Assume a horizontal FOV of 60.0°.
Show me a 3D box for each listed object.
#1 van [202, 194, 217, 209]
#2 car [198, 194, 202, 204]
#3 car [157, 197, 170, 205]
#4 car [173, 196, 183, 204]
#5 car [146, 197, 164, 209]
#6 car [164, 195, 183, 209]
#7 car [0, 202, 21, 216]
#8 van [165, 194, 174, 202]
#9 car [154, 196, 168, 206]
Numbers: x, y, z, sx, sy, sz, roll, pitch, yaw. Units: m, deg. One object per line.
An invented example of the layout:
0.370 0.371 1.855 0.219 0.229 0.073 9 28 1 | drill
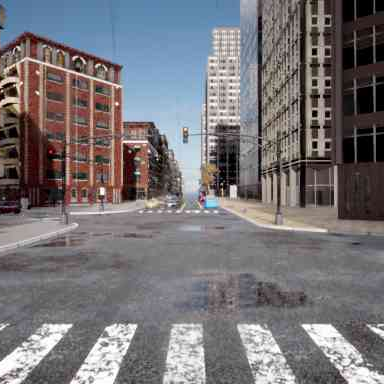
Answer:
2.575 1.386 45.784 1.690 1.788 3.998 0 0 0 | van
2.576 1.644 67.993 1.887 1.381 4.507 0 0 0 | car
-5.305 1.650 62.443 1.947 1.339 4.313 0 0 0 | car
-2.766 1.621 66.428 1.812 1.442 4.674 0 0 1 | car
-5.306 1.570 45.615 1.752 1.417 4.829 0 0 0 | car
-2.807 1.537 45.974 2.128 1.511 4.902 0 0 2 | car
-20.066 1.779 35.533 4.718 1.301 1.895 -1 -1 41 | car
-5.302 1.474 79.099 1.690 1.788 3.998 0 0 0 | van
-5.305 1.510 56.891 1.967 1.590 4.097 0 0 0 | car
